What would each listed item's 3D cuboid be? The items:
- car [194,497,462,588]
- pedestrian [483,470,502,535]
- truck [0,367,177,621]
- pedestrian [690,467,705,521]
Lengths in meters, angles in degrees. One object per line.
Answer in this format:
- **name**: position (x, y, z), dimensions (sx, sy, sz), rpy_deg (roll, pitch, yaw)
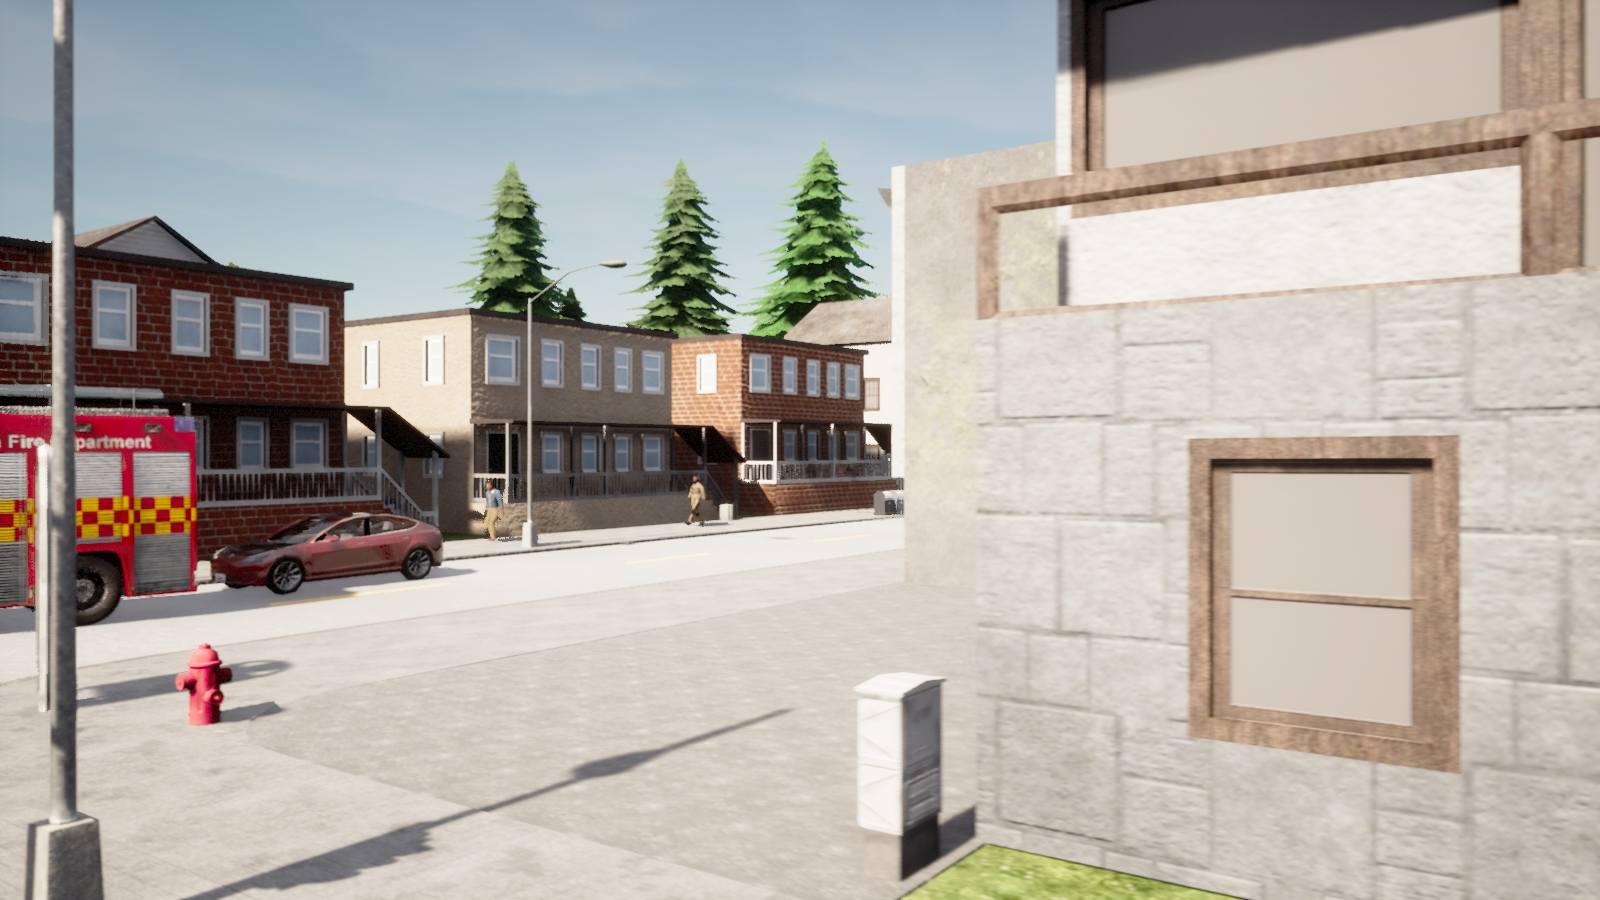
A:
- **car**: position (-9.763, 1.847, 24.028), dimensions (2.163, 1.488, 4.792), rpy_deg (0, 0, 35)
- **pedestrian**: position (-8.956, 1.529, 33.302), dimensions (0.375, 1.860, 0.375), rpy_deg (0, 0, 40)
- **truck**: position (-14.365, 0.673, 16.991), dimensions (8.468, 3.827, 2.891), rpy_deg (0, 0, -45)
- **pedestrian**: position (-3.590, 1.529, 39.964), dimensions (0.375, 1.860, 0.375), rpy_deg (0, 0, 32)
